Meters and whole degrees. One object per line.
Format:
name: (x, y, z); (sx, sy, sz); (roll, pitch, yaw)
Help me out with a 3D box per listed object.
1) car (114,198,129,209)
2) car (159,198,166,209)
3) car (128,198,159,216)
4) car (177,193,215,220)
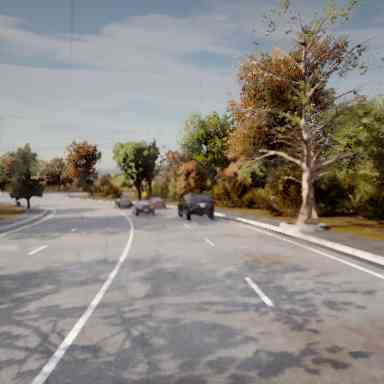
car: (-9.563, 1.529, 46.122); (2.128, 1.511, 4.902); (-2, 1, -23)
car: (-4.759, 1.455, 43.485); (1.812, 1.442, 4.674); (-2, 0, -21)
car: (-4.824, 1.517, 32.690); (1.812, 1.442, 4.674); (-1, 0, -17)
car: (0.227, 1.142, 27.278); (2.150, 2.045, 5.566); (-1, 0, -12)
